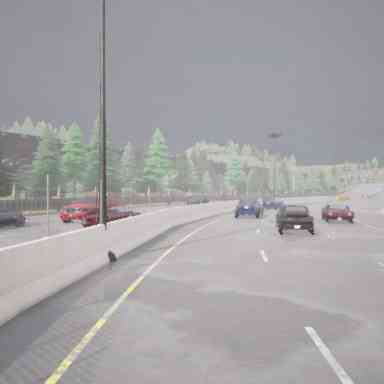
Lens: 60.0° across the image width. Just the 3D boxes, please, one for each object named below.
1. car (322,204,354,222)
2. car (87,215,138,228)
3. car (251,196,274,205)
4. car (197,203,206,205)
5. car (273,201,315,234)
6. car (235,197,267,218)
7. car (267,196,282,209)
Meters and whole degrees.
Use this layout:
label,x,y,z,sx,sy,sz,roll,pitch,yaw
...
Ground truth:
label,x,y,z,sx,sy,sz,roll,pitch,yaw
car,11.177,1.601,25.779,1.895,1.301,4.718,0,0,17
car,-4.847,1.600,20.335,1.895,1.301,4.718,0,0,12
car,12.817,1.492,60.220,2.128,1.511,4.902,0,0,36
car,0.874,1.506,54.535,1.837,1.490,4.892,0,-1,31
car,5.872,1.505,19.252,1.837,1.490,4.892,0,0,12
car,5.302,1.352,30.213,2.097,1.767,4.553,0,0,18
car,10.165,1.351,42.030,2.097,1.767,4.553,0,0,28
